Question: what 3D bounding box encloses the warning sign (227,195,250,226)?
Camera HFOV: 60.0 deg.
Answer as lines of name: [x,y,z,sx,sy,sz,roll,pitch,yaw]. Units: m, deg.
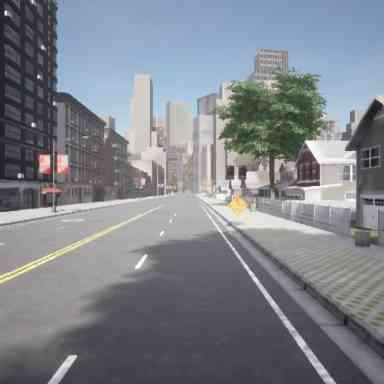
warning sign: [2.854,1.113,20.623,1.300,1.860,1.060,0,0,0]
